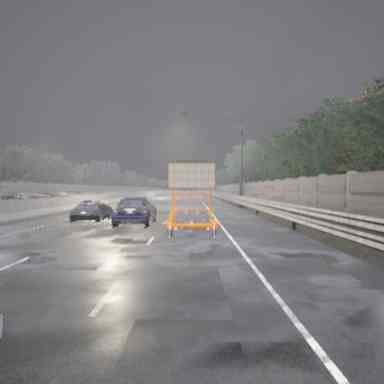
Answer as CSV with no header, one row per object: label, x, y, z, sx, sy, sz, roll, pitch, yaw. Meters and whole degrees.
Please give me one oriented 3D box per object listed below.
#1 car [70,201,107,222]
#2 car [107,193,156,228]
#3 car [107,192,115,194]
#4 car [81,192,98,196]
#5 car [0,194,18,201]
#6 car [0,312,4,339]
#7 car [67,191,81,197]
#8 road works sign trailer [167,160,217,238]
car,-6.909,1.280,23.139,1.994,1.385,4.181,0,1,0
car,-3.408,1.101,20.350,2.097,1.767,4.553,0,1,0
car,-17.522,0.729,72.379,1.812,1.442,4.674,0,1,0
car,-21.022,0.769,69.744,1.812,1.442,4.674,0,1,0
car,-17.610,0.989,30.062,2.097,1.767,4.553,0,1,0
car,-3.403,1.492,2.473,1.812,1.442,4.674,0,1,0
car,-24.522,0.599,69.771,2.097,1.767,4.553,0,1,0
road works sign trailer,-0.007,0.261,16.264,2.380,3.560,2.880,0,1,0
